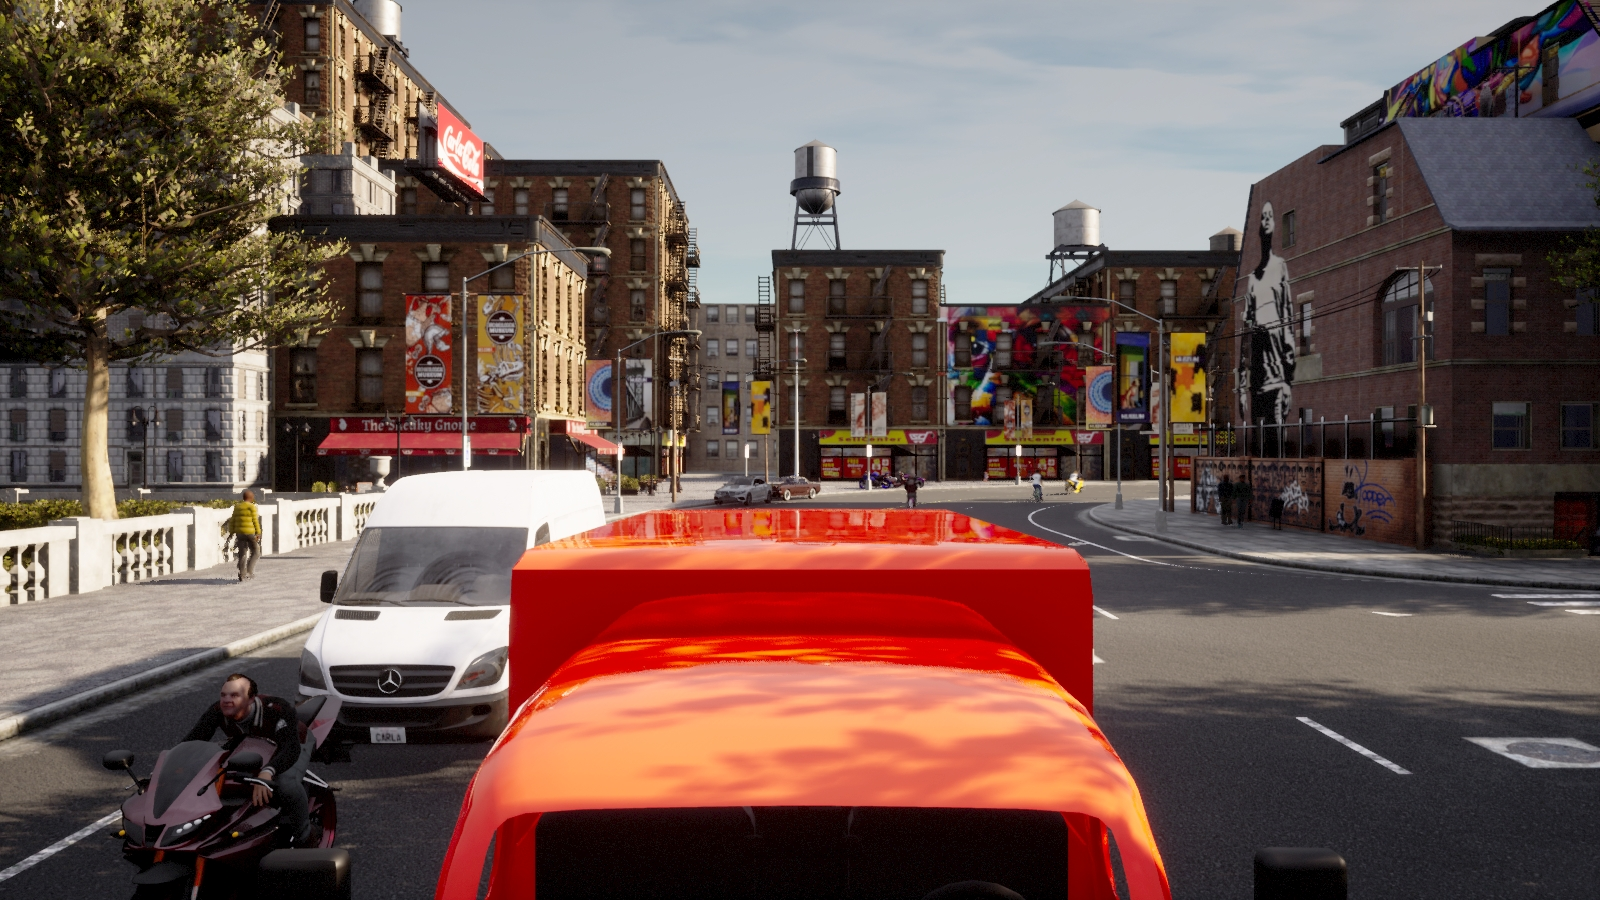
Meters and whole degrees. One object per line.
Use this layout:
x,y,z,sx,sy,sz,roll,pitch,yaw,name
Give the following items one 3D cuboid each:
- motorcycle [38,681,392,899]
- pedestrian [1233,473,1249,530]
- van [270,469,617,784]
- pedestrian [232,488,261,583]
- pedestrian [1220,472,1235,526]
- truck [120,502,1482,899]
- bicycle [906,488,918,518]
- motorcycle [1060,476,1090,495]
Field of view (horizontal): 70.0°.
-3.264,2.208,6.698,0.867,1.251,2.209,0,0,3,motorcycle
14.584,1.711,37.819,0.375,1.860,0.375,0,0,-1,pedestrian
-3.487,1.540,12.614,1.988,2.561,5.915,0,0,0,van
-11.080,1.706,22.861,0.375,1.860,0.375,0,0,9,pedestrian
14.930,1.712,39.940,0.375,1.860,0.375,0,0,-2,pedestrian
-0.002,1.571,4.805,2.627,2.467,5.204,0,0,0,truck
4.772,2.229,48.635,0.329,1.171,1.835,0,0,11,bicycle
17.382,2.241,72.202,2.033,1.145,0.803,0,1,-43,motorcycle
